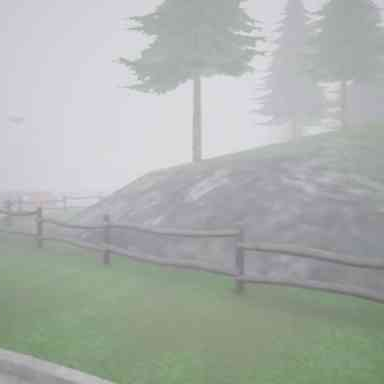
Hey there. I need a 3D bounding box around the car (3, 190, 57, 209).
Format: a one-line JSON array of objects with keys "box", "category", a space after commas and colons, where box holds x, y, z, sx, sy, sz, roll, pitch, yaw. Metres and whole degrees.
[{"box": [-15.670, 0.665, 32.925, 2.097, 1.767, 4.553, 1, 1, 22], "category": "car"}]

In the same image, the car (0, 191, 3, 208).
[{"box": [-18.921, 0.637, 34.215, 2.097, 1.767, 4.553, 1, 1, 22], "category": "car"}]

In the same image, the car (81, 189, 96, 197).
[{"box": [-16.990, 0.303, 57.408, 2.128, 1.511, 4.902, 1, 1, 22], "category": "car"}]

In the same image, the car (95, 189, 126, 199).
[{"box": [-13.681, 0.436, 56.250, 1.895, 1.301, 4.718, 1, 1, 22], "category": "car"}]
